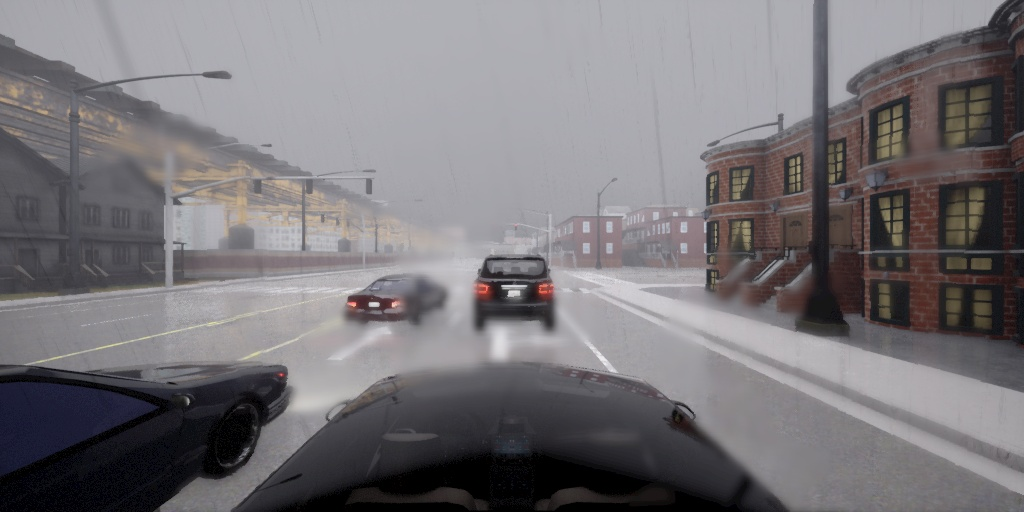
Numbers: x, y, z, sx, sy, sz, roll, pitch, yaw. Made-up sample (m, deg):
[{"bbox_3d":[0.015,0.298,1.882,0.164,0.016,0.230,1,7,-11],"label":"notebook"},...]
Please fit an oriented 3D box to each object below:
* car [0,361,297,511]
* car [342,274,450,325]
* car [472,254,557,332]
[{"bbox_3d":[-3.388,1.297,1.656,2.033,1.411,5.357,0,0,-1],"label":"car"},{"bbox_3d":[-3.441,1.297,11.728,2.033,1.411,5.357,0,0,2],"label":"car"},{"bbox_3d":[0.084,0.971,11.046,2.150,2.045,5.566,0,0,0],"label":"car"}]
